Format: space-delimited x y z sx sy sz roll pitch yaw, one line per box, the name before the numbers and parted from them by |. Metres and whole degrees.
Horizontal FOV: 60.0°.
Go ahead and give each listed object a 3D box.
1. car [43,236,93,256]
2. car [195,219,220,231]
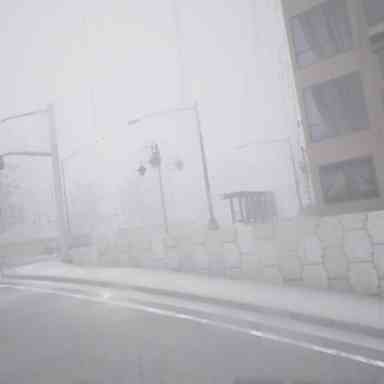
car | -10.866 4.671 29.341 1.994 1.385 4.181 -12 -7 36
car | 2.270 4.575 47.179 1.812 1.442 4.674 -12 -7 36
